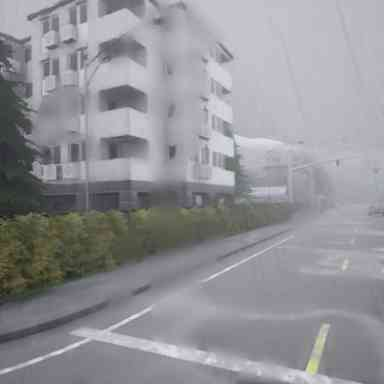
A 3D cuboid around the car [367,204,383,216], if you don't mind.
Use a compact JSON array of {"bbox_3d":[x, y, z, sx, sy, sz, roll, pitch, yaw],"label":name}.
[{"bbox_3d":[23.528,2.288,42.435,2.033,1.411,5.357,-3,-2,28],"label":"car"}]
